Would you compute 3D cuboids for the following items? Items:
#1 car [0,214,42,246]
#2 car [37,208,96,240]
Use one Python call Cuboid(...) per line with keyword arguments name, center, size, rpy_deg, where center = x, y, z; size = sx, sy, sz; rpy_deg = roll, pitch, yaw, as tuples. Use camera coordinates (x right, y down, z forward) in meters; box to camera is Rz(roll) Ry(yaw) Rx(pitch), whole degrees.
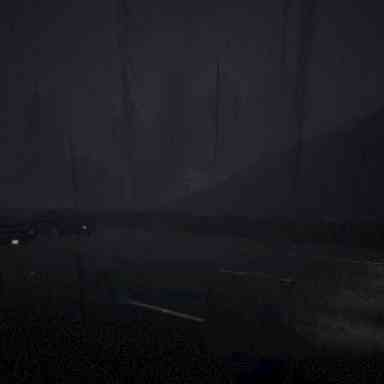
Cuboid(name="car", center=(-8.910, 1.730, 14.648), size=(4.718, 1.301, 1.895), rpy_deg=(-1, 0, 35))
Cuboid(name="car", center=(-7.293, 1.611, 17.793), size=(5.008, 1.535, 1.882), rpy_deg=(-1, 0, 36))
